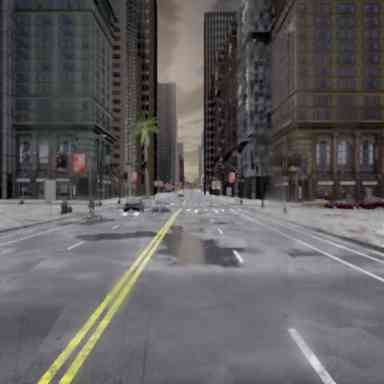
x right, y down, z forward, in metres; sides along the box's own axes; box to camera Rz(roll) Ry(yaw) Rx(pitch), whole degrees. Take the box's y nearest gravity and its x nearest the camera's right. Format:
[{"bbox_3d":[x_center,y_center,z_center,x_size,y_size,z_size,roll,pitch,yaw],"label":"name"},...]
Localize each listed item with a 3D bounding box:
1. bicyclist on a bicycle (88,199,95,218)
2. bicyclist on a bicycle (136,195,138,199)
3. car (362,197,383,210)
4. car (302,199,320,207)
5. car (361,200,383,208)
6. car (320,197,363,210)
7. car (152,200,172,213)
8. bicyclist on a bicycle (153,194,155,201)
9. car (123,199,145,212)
[{"bbox_3d":[-8.849,1.438,29.317,0.582,1.620,1.656,0,0,-1],"label":"bicyclist on a bicycle"},{"bbox_3d":[-10.052,1.353,60.277,0.866,1.612,1.509,10,2,-19],"label":"bicyclist on a bicycle"},{"bbox_3d":[25.801,1.643,46.194,5.009,1.841,2.192,1,-1,0],"label":"car"},{"bbox_3d":[20.567,1.802,54.733,4.829,1.417,1.752,1,-1,0],"label":"car"},{"bbox_3d":[30.508,1.963,54.716,4.403,1.369,2.008,1,-1,0],"label":"car"},{"bbox_3d":[20.710,1.803,46.206,4.507,1.381,1.887,1,-1,0],"label":"car"},{"bbox_3d":[-3.295,1.579,36.728,1.895,1.301,4.718,0,0,0],"label":"car"},{"bbox_3d":[-8.870,1.370,77.311,0.582,1.620,1.656,0,0,-1],"label":"bicyclist on a bicycle"},{"bbox_3d":[-6.531,1.524,38.180,2.033,1.411,5.357,0,0,0],"label":"car"}]
